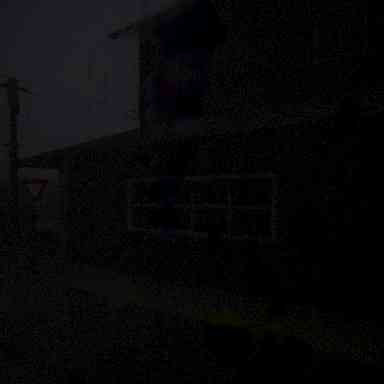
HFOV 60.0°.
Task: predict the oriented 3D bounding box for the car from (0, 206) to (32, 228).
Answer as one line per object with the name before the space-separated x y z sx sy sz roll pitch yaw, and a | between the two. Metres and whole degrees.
car | -13.452 1.743 22.825 1.882 1.535 5.008 -1 0 37
